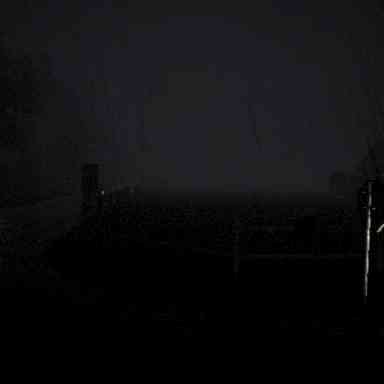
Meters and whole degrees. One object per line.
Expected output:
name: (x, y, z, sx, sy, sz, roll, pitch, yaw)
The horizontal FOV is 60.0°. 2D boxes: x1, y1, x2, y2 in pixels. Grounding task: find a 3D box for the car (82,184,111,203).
car: (-8.970, 0.040, 31.708, 2.097, 1.767, 4.553, 1, 2, -7)
